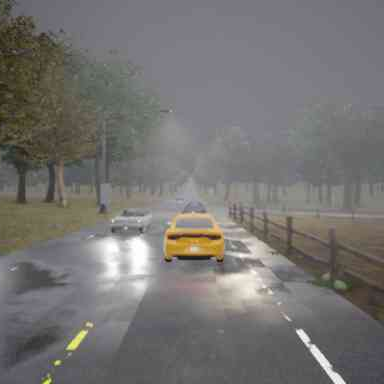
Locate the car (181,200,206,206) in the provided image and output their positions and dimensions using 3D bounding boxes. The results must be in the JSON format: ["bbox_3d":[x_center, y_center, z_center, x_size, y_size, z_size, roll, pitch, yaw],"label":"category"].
[{"bbox_3d":[0.299,1.656,30.319,1.994,1.385,4.181,0,0,4],"label":"car"}]

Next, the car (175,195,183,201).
[{"bbox_3d":[-3.490,1.645,87.956,1.882,1.535,5.008,0,0,0],"label":"car"}]

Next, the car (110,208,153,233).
[{"bbox_3d":[-3.576,1.665,20.186,1.895,1.301,4.718,0,0,0],"label":"car"}]

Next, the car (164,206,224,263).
[{"bbox_3d":[0.079,1.517,12.176,1.882,1.535,5.008,0,0,0],"label":"car"}]
